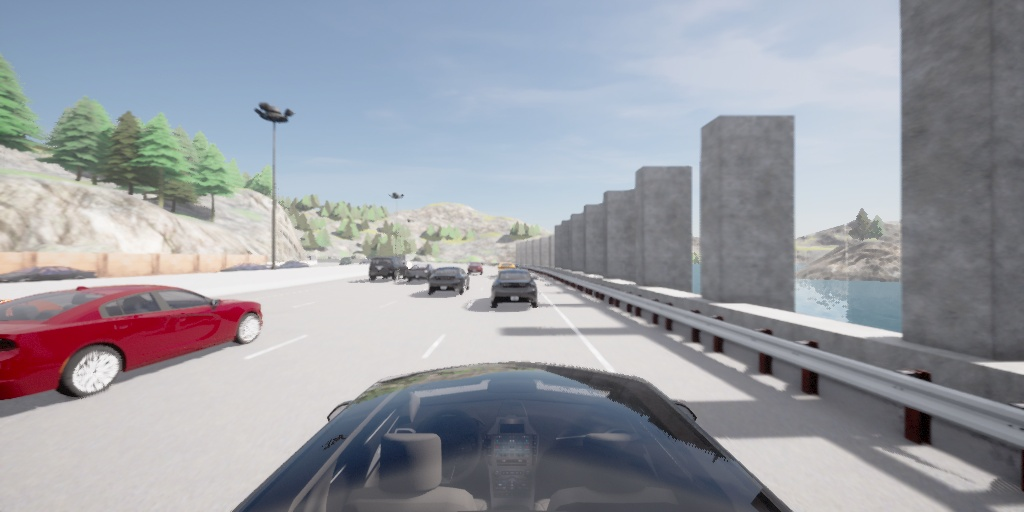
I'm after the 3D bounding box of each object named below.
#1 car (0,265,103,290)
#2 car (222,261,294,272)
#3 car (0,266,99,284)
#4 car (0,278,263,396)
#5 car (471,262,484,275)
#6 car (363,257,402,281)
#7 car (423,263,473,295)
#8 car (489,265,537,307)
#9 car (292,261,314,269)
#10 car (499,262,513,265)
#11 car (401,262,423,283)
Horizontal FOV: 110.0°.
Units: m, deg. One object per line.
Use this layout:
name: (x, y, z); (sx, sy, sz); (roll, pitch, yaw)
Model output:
car: (-31.814, 1.394, 24.368); (2.033, 1.411, 5.357); (0, 0, -2)
car: (-21.504, 1.429, 30.683); (2.033, 1.411, 5.357); (0, 0, -2)
car: (-10.397, 1.117, 5.802); (2.097, 1.767, 4.553); (0, 0, 0)
car: (-6.904, 1.248, 6.575); (1.882, 1.535, 5.008); (0, 0, 0)
car: (-4.450, 1.473, 42.955); (1.812, 1.442, 4.674); (0, 0, -5)
car: (-10.806, 1.113, 31.617); (2.150, 2.045, 5.566); (0, 0, -2)
car: (-3.508, 1.346, 20.572); (1.837, 1.490, 4.892); (0, 0, -1)
car: (0.066, 1.324, 15.771); (1.837, 1.490, 4.892); (0, 0, -1)
car: (-25.661, 1.486, 42.896); (2.033, 1.411, 5.357); (0, 0, -4)
car: (-0.661, 1.407, 38.852); (1.882, 1.535, 5.008); (0, 0, -4)
car: (-7.256, 1.374, 29.603); (2.128, 1.511, 4.902); (0, 0, -2)
